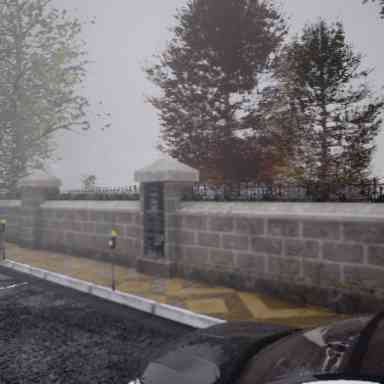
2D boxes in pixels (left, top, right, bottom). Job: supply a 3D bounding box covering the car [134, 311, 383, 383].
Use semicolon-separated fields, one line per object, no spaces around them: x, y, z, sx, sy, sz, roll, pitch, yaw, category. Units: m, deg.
1.423;1.510;2.015;4.403;1.369;2.008;-1;0;40;car
